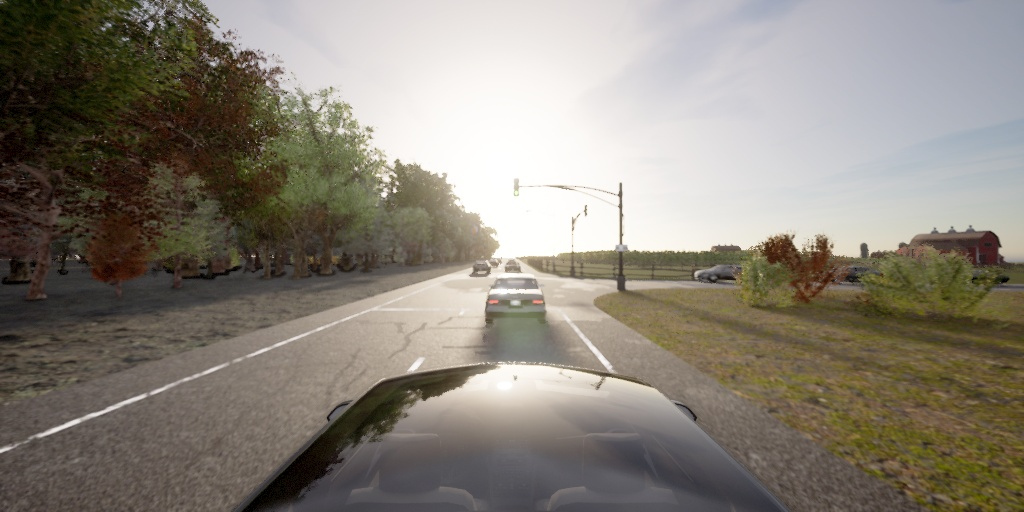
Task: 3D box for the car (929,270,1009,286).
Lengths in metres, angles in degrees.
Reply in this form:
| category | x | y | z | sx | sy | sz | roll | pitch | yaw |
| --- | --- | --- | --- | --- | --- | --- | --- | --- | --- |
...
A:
| category | x | y | z | sx | sy | sz | roll | pitch | yaw |
| --- | --- | --- | --- | --- | --- | --- | --- | --- | --- |
| car | 38.168 | 1.803 | 30.076 | 4.718 | 1.301 | 1.895 | 1 | -1 | 0 |

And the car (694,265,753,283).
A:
| category | x | y | z | sx | sy | sz | roll | pitch | yaw |
| --- | --- | --- | --- | --- | --- | --- | --- | --- | --- |
| car | 17.998 | 1.474 | 30.194 | 4.902 | 1.511 | 2.128 | 1 | -1 | 1 |

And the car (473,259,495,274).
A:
| category | x | y | z | sx | sy | sz | roll | pitch | yaw |
| --- | --- | --- | --- | --- | --- | --- | --- | --- | --- |
| car | -3.404 | 1.219 | 41.452 | 2.128 | 1.511 | 4.902 | 0 | 0 | 0 |

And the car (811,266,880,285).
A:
| category | x | y | z | sx | sy | sz | roll | pitch | yaw |
| --- | --- | --- | --- | --- | --- | --- | --- | --- | --- |
| car | 27.984 | 1.596 | 30.128 | 4.892 | 1.490 | 1.837 | 1 | -1 | 0 |

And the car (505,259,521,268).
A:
| category | x | y | z | sx | sy | sz | roll | pitch | yaw |
| --- | --- | --- | --- | --- | --- | --- | --- | --- | --- |
| car | 0.095 | 1.325 | 45.143 | 1.895 | 1.301 | 4.718 | 0 | 0 | 0 |

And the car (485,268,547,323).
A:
| category | x | y | z | sx | sy | sz | roll | pitch | yaw |
| --- | --- | --- | --- | --- | --- | --- | --- | --- | --- |
| car | 0.158 | 1.293 | 12.092 | 2.033 | 1.411 | 5.357 | 0 | 0 | 1 |

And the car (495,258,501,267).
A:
| category | x | y | z | sx | sy | sz | roll | pitch | yaw |
| --- | --- | --- | --- | --- | --- | --- | --- | --- | --- |
| car | -3.409 | 1.233 | 65.108 | 1.812 | 1.442 | 4.674 | 0 | 0 | 0 |
